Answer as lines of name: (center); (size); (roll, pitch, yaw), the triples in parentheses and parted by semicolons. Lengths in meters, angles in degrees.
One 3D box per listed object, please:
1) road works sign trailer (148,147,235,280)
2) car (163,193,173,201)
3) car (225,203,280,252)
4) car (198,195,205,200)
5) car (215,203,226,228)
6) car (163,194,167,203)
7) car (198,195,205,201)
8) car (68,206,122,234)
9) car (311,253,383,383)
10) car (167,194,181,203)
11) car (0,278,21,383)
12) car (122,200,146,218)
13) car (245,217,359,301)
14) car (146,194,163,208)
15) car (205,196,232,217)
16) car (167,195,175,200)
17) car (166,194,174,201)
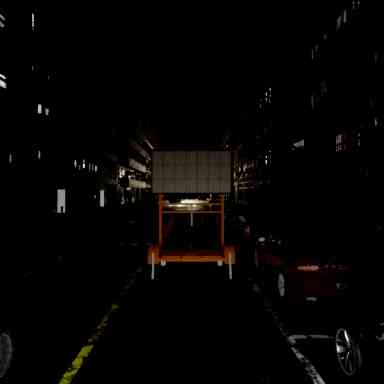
road works sign trailer: (-0.009, 0.464, 9.917); (2.380, 3.560, 2.880); (0, 0, 0)
car: (-5.776, 1.290, 81.419); (2.192, 1.841, 5.009); (0, 0, 0)
car: (2.678, 1.440, 13.788); (1.967, 1.590, 4.097); (0, 0, 0)
car: (2.591, 1.513, 92.696); (1.887, 1.381, 4.507); (0, 0, 0)
car: (2.672, 1.550, 19.423); (2.008, 1.369, 4.403); (0, 0, 0)
car: (-5.745, 1.304, 53.237); (2.192, 1.841, 5.009); (0, 0, 0)
car: (2.603, 1.500, 81.594); (1.752, 1.417, 4.829); (0, 0, 0)
car: (-5.709, 1.565, 19.417); (1.947, 1.339, 4.313); (0, 0, 0)
car: (2.690, 1.566, 2.514); (1.947, 1.339, 4.313); (0, 0, 0)
car: (-3.063, 1.338, 59.338); (2.097, 1.767, 4.553); (0, 0, 0)
car: (-3.101, 1.526, 2.530); (1.812, 1.442, 4.674); (0, 0, 0)
car: (-5.721, 1.522, 30.520); (1.752, 1.417, 4.829); (0, 0, 0)
car: (2.684, 1.545, 8.151); (1.887, 1.381, 4.507); (0, 0, 0)
car: (-5.740, 1.431, 47.601); (1.967, 1.590, 4.097); (0, 0, 0)
car: (2.661, 1.312, 30.696); (2.192, 1.841, 5.009); (0, 0, 0)
car: (-5.789, 1.513, 92.692); (1.887, 1.381, 4.507); (0, 0, 0)
car: (-5.783, 1.412, 87.054); (1.967, 1.590, 4.097); (0, 0, 0)
